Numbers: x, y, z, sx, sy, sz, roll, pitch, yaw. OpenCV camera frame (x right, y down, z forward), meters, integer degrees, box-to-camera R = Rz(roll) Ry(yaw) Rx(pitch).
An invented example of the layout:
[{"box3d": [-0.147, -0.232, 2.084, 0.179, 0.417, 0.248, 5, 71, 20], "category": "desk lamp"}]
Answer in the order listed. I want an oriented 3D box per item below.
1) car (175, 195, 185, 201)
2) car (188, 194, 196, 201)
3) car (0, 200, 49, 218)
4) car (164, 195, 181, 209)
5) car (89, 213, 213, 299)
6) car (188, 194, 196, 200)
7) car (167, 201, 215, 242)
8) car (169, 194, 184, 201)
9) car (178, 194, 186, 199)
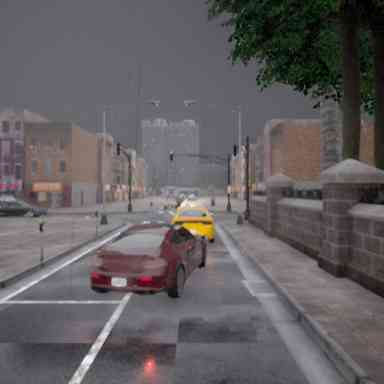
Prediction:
[{"box3d": [-2.657, 1.354, 75.158, 2.008, 1.369, 4.403, 0, 0, 0], "category": "car"}, {"box3d": [-0.017, 1.396, 73.445, 1.895, 1.301, 4.718, 0, 0, 0], "category": "car"}, {"box3d": [-14.536, 1.442, 27.747, 4.892, 1.490, 1.837, 1, 0, 0], "category": "car"}, {"box3d": [-2.649, 1.409, 42.275, 1.752, 1.417, 4.829, 0, 0, 0], "category": "car"}, {"box3d": [-0.839, 1.501, 8.416, 1.812, 1.442, 4.674, 0, 0, 13], "category": "car"}, {"box3d": [-0.019, 1.187, 83.420, 1.994, 1.385, 4.181, 0, 0, 0], "category": "car"}, {"box3d": [0.043, 1.431, 15.969, 1.882, 1.535, 5.008, 0, 0, 0], "category": "car"}, {"box3d": [-2.651, 1.184, 47.896, 2.192, 1.841, 5.009, 0, 0, 0], "category": "car"}, {"box3d": [-2.661, 1.316, 91.514, 2.008, 1.369, 4.403, 0, 0, 0], "category": "car"}]
